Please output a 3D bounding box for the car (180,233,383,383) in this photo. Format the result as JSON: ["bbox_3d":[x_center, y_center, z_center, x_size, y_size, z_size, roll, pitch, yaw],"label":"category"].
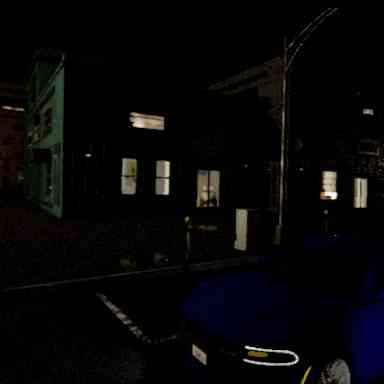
[{"bbox_3d":[2.206,1.398,4.722,5.008,1.535,1.882,0,2,-32],"label":"car"}]
